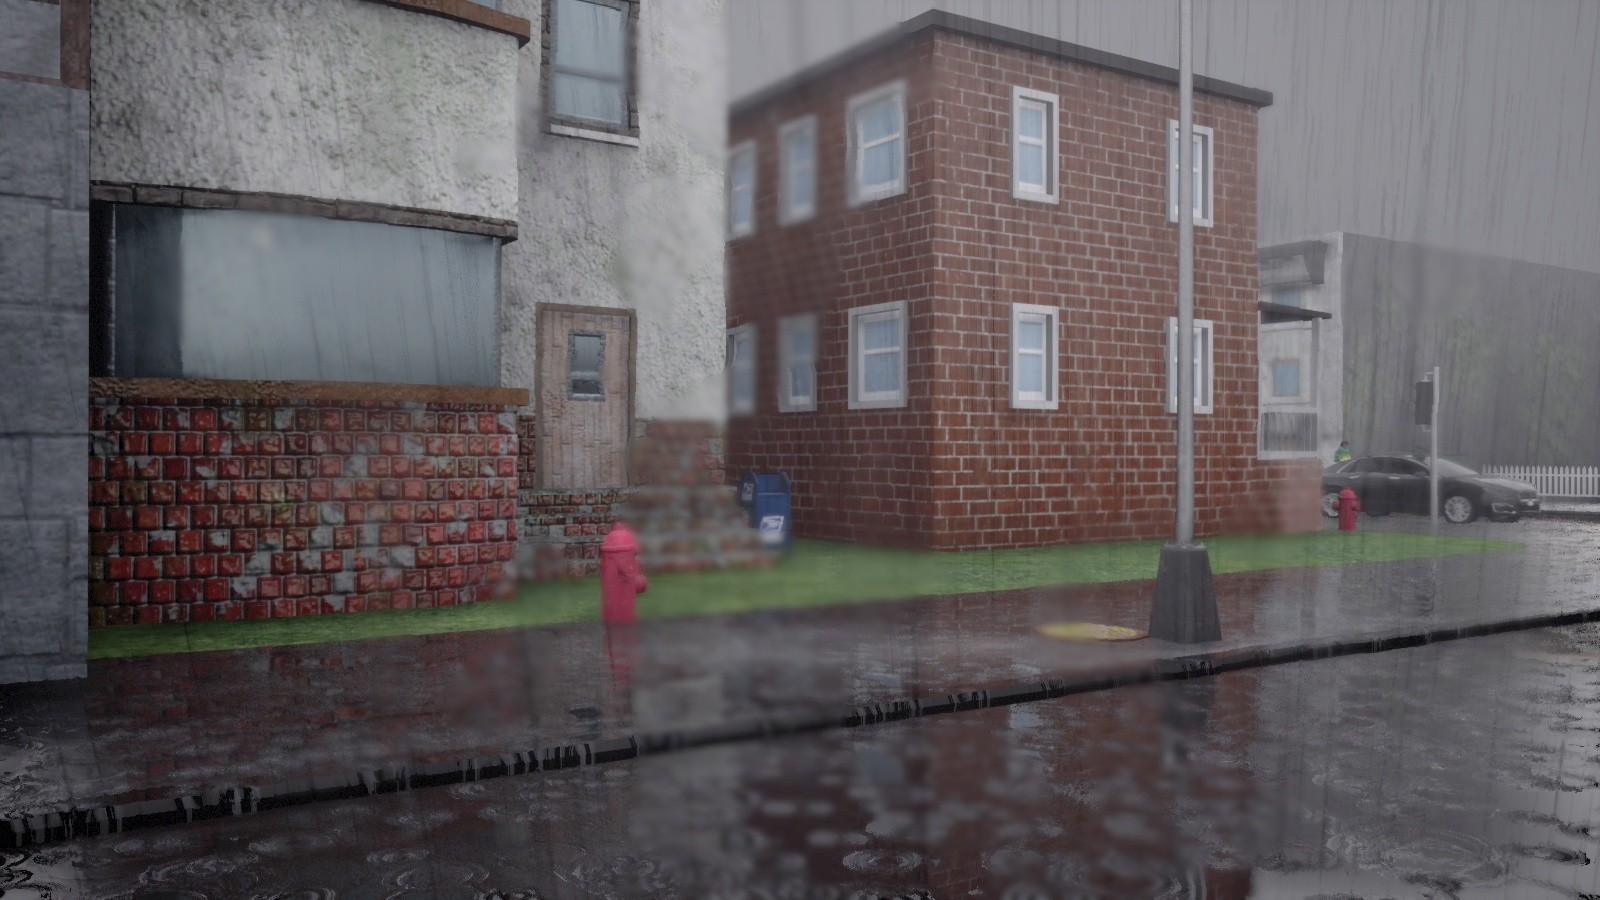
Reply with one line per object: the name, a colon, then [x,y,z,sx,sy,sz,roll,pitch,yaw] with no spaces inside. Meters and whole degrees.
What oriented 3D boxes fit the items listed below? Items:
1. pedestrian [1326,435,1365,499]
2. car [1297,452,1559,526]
pedestrian: [16.639,0.513,38.299,0.659,1.952,0.873,0,0,-20]
car: [13.662,0.788,27.640,1.837,1.490,4.892,0,0,-33]
